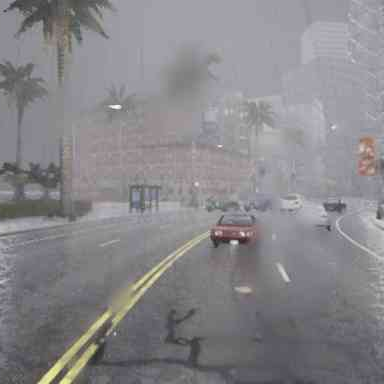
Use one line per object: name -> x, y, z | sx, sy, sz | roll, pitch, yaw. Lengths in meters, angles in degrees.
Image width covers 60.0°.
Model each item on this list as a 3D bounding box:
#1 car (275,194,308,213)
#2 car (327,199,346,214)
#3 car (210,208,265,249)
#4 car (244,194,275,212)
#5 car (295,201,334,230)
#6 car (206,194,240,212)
car -> 11.177, 1.258, 36.166 | 2.150, 2.045, 5.566 | 0, 0, 31
car -> 15.959, 1.542, 37.213 | 1.882, 1.535, 5.008 | 0, 0, 32
car -> 2.087, 1.601, 14.661 | 1.895, 1.301, 4.718 | 0, 0, 13
car -> 7.811, 1.236, 37.839 | 2.150, 2.045, 5.566 | 0, 0, 32
car -> 7.799, 1.555, 21.314 | 1.812, 1.442, 4.674 | 0, 0, 20
car -> 3.576, 1.211, 37.481 | 2.150, 2.045, 5.566 | 0, 0, 30
